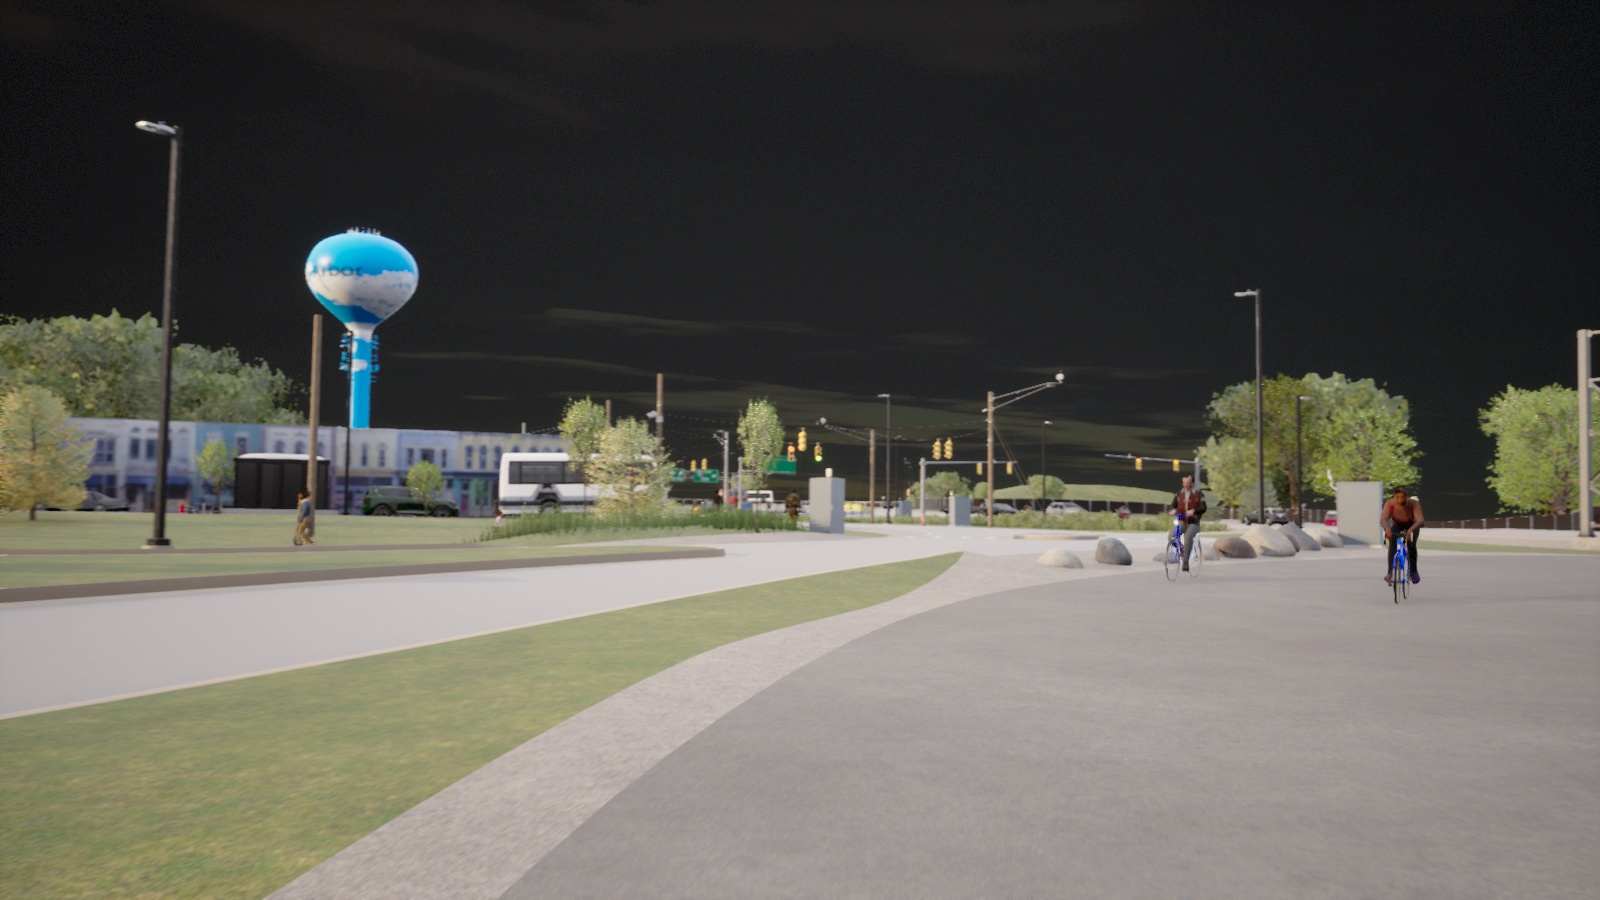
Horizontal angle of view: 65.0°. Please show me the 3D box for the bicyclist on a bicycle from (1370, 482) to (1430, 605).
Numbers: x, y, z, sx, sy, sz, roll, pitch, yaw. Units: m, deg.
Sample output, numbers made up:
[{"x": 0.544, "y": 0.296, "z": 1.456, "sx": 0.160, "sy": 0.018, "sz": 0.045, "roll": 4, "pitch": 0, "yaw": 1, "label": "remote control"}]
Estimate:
[{"x": 8.383, "y": 1.267, "z": 17.518, "sx": 0.582, "sy": 1.620, "sz": 1.656, "roll": 0, "pitch": -2, "yaw": 32, "label": "bicyclist on a bicycle"}]

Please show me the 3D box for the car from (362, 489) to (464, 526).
[{"x": -22.682, "y": 3.421, "z": 73.662, "sx": 5.566, "sy": 2.045, "sz": 2.150, "roll": 2, "pitch": -4, "yaw": -20, "label": "car"}]

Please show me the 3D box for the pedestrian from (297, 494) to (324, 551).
[{"x": -15.915, "y": 2.347, "z": 40.813, "sx": 0.709, "sy": 1.840, "sz": 0.431, "roll": 2, "pitch": -4, "yaw": -30, "label": "pedestrian"}]

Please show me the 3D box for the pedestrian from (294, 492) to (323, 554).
[{"x": -15.652, "y": 2.315, "z": 39.978, "sx": 0.788, "sy": 1.949, "sz": 0.423, "roll": 2, "pitch": -4, "yaw": -23, "label": "pedestrian"}]

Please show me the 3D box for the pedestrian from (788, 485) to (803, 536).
[{"x": -0.166, "y": 2.274, "z": 47.091, "sx": 0.395, "sy": 1.930, "sz": 0.692, "roll": -1, "pitch": -4, "yaw": 15, "label": "pedestrian"}]

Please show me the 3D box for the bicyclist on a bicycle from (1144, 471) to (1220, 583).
[{"x": 6.375, "y": 1.255, "z": 20.903, "sx": 0.659, "sy": 1.776, "sz": 1.843, "roll": 0, "pitch": -1, "yaw": 35, "label": "bicyclist on a bicycle"}]

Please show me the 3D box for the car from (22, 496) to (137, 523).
[{"x": -40.706, "y": 3.396, "z": 71.114, "sx": 5.357, "sy": 1.411, "sz": 2.033, "roll": 2, "pitch": -4, "yaw": -20, "label": "car"}]

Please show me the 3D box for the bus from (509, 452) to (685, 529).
[{"x": -12.470, "y": 2.492, "z": 76.703, "sx": 10.273, "sy": 4.253, "sz": 3.944, "roll": 0, "pitch": -6, "yaw": -14, "label": "bus"}]
